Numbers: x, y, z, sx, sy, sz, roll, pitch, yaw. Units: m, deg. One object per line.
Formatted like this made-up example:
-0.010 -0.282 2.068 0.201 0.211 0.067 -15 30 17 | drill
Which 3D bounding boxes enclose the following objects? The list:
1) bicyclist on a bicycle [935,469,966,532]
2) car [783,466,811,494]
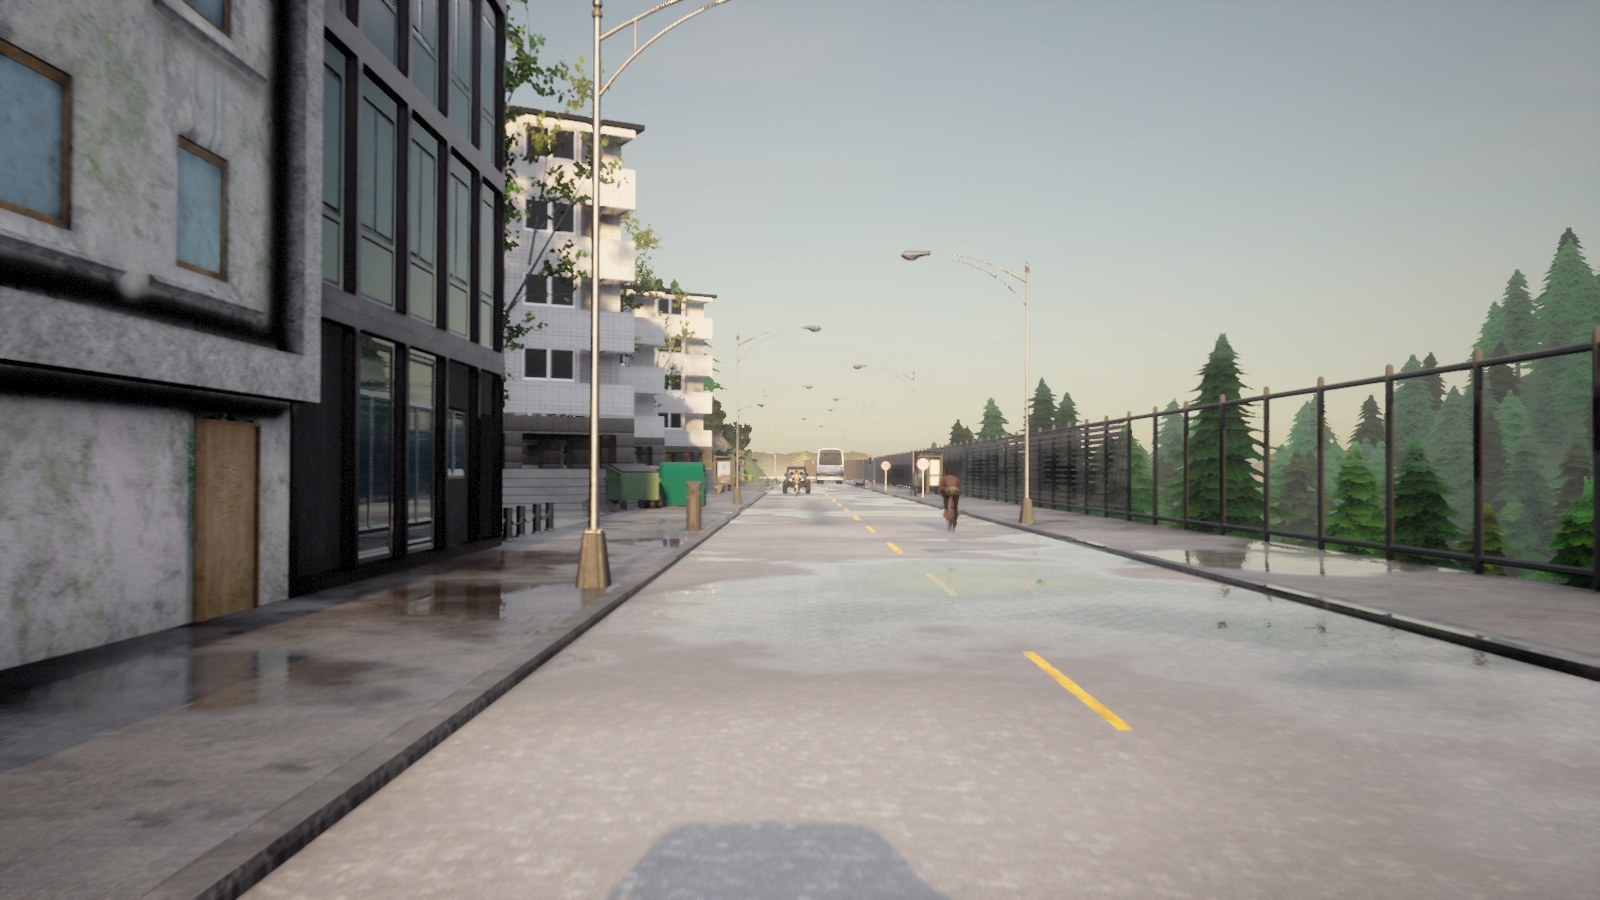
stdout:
3.913 1.300 32.744 0.582 1.620 1.656 0 -1 0 | bicyclist on a bicycle
-0.224 2.064 86.749 1.905 1.878 3.866 0 -1 0 | car
